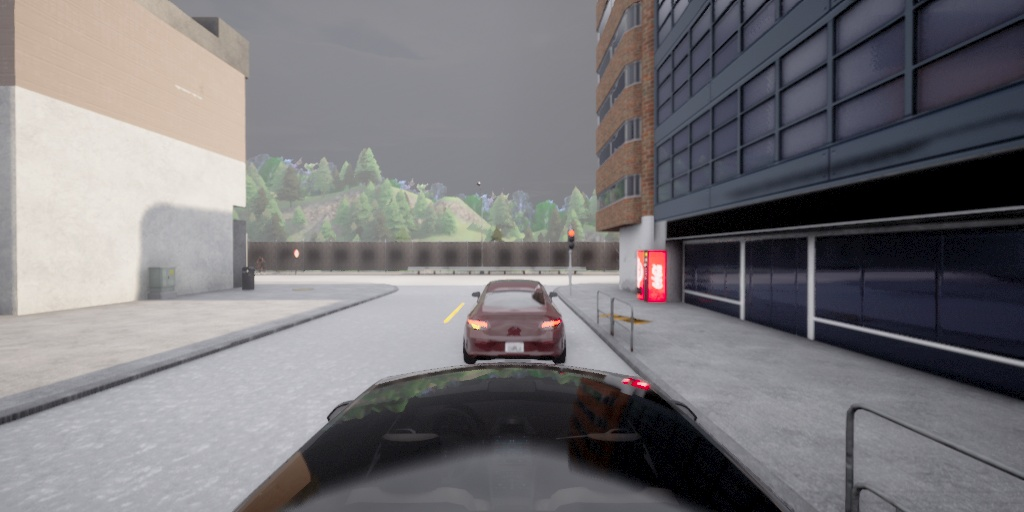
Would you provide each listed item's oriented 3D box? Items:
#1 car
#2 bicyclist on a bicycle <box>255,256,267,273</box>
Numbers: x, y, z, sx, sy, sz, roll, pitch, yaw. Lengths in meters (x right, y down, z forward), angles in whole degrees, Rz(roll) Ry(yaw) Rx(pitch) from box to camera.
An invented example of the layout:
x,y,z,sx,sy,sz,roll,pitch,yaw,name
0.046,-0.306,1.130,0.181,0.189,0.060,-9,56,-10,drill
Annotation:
x,y,z,sx,sy,sz,roll,pitch,yaw,name
0.059,1.228,7.841,1.812,1.442,4.674,0,0,1,car
-24.184,0.844,34.512,0.582,1.620,1.656,0,1,0,bicyclist on a bicycle
